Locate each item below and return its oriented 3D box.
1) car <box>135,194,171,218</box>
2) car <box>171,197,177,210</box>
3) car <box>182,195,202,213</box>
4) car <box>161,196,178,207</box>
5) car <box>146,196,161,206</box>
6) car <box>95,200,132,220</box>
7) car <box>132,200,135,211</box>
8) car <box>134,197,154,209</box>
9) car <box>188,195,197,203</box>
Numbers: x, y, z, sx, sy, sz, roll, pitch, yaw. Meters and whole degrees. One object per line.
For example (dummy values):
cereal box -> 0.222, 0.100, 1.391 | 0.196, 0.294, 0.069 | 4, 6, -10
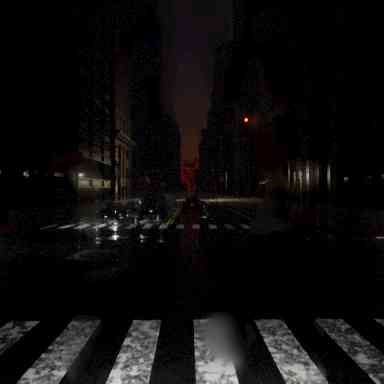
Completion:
car -> -3.349, 1.207, 29.905 | 2.150, 2.045, 5.566 | 0, 0, 0
car -> -3.346, 1.469, 39.999 | 2.128, 1.511, 4.902 | 0, 0, 0
car -> 0.064, 1.331, 36.326 | 2.097, 1.767, 4.553 | 0, 0, 0
car -> -3.331, 1.457, 50.421 | 2.128, 1.511, 4.902 | 0, 0, 0
car -> -6.558, 1.503, 57.039 | 2.033, 1.411, 5.357 | 0, 0, 0
car -> -6.617, 1.588, 27.860 | 1.895, 1.301, 4.718 | 0, 0, 1
car -> -6.598, 1.580, 36.975 | 1.895, 1.301, 4.718 | 0, 0, 0
car -> -6.591, 1.462, 46.384 | 2.128, 1.511, 4.902 | 0, 0, 0
car -> 0.101, 1.431, 70.289 | 1.837, 1.490, 4.892 | 0, 0, 0
